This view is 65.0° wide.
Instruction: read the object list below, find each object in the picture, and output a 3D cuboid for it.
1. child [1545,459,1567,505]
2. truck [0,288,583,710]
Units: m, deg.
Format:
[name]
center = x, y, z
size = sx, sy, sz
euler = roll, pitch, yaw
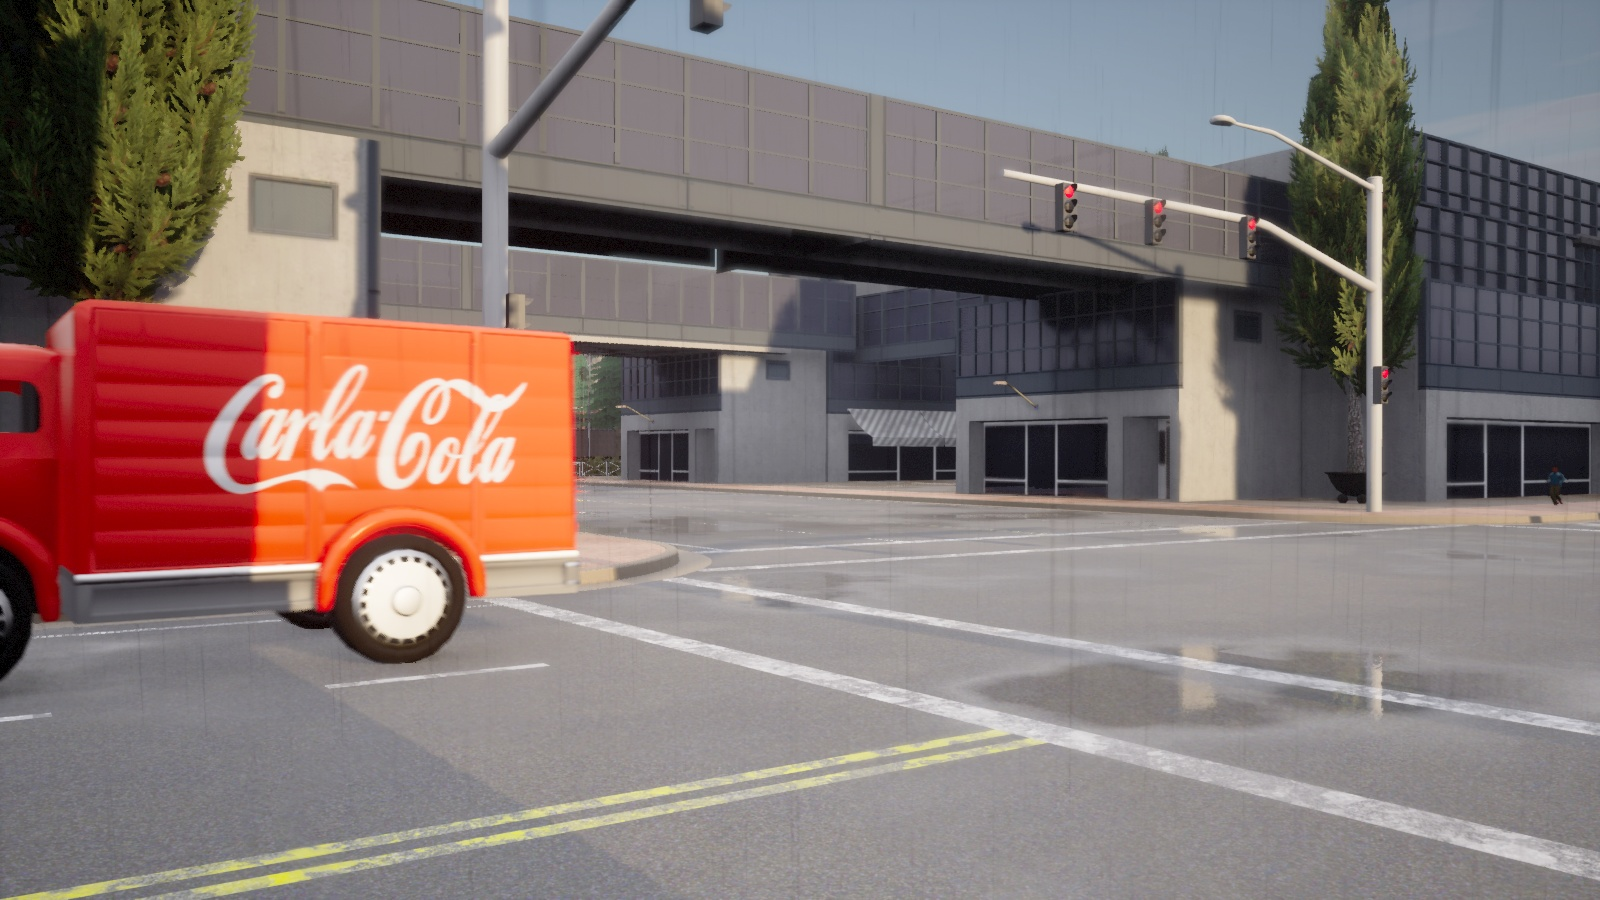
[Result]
[child]
center = 19.759, 0.822, 32.825
size = 0.448, 1.192, 0.343
euler = 0, 0, -38
[truck]
center = -4.520, 0.290, 9.054
size = 5.204, 2.467, 2.627
euler = 0, 0, -35
